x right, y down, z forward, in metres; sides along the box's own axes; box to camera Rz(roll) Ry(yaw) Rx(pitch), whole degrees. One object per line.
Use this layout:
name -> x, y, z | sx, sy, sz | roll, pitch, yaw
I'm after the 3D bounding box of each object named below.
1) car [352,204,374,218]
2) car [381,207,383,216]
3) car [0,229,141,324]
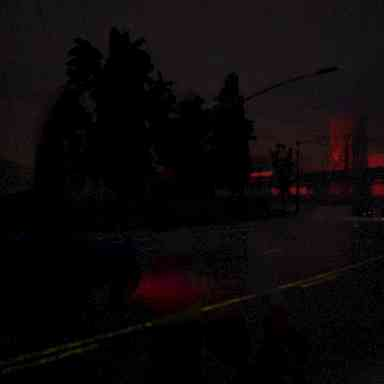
car -> 19.322, 2.162, 37.800 | 1.837, 1.490, 4.892 | 0, -1, 21
car -> 23.384, 2.185, 38.672 | 1.837, 1.490, 4.892 | 0, -1, 19
car -> -3.370, 1.500, 6.043 | 5.008, 1.535, 1.882 | 0, 0, -37
